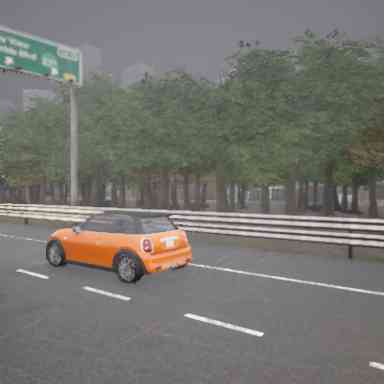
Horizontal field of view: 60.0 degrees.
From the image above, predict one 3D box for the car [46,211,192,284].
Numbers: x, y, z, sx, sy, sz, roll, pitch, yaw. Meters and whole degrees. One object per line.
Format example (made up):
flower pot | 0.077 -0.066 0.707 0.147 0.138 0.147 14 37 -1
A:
car | -2.296 1.352 9.806 4.553 1.767 2.097 0 0 36
